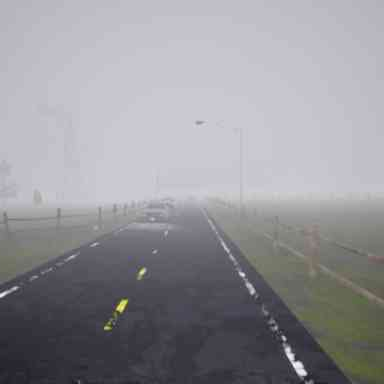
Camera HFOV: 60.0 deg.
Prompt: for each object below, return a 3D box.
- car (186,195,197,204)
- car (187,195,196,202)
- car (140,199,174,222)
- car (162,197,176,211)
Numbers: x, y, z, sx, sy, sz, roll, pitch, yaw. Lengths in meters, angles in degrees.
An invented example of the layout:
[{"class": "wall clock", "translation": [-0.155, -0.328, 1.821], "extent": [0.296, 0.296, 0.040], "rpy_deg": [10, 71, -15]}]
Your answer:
[{"class": "car", "translation": [-0.105, 1.585, 64.567], "extent": [1.994, 1.385, 4.181], "rpy_deg": [0, 0, 0]}, {"class": "car", "translation": [-0.122, 1.487, 74.603], "extent": [2.128, 1.511, 4.902], "rpy_deg": [0, 0, 0]}, {"class": "car", "translation": [-2.798, 1.543, 26.333], "extent": [2.033, 1.411, 5.357], "rpy_deg": [0, 0, 0]}, {"class": "car", "translation": [-2.813, 1.346, 38.881], "extent": [2.033, 1.411, 5.357], "rpy_deg": [0, 0, 0]}]
